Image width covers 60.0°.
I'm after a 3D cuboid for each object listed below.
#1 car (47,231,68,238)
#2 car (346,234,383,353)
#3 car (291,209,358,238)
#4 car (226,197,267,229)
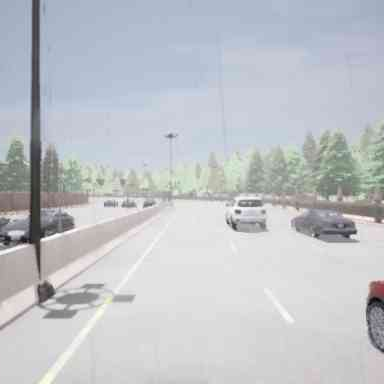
[{"bbox_3d":[-7.103,1.598,15.865,2.128,1.511,4.902,0,0,0],"label":"car"},{"bbox_3d":[3.594,1.499,3.123,1.882,1.535,5.008,0,0,0],"label":"car"},{"bbox_3d":[7.093,1.671,18.397,2.033,1.411,5.357,0,0,0],"label":"car"},{"bbox_3d":[3.593,1.374,22.765,2.150,2.045,5.566,0,0,0],"label":"car"}]
